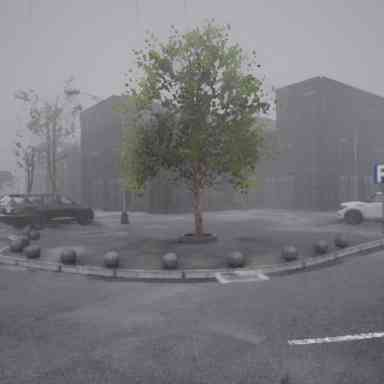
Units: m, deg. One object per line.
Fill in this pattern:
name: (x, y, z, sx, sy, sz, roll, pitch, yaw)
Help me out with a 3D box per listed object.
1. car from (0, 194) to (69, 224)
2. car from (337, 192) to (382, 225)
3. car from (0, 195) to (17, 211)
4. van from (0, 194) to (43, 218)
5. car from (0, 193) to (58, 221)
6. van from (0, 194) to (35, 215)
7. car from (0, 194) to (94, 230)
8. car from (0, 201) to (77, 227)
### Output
car: (-12.476, 1.154, 25.349, 2.435, 2.045, 5.566, 0, 0, 31)
car: (11.807, 0.956, 20.103, 5.566, 2.045, 2.435, -1, 0, 33)
car: (-23.528, 1.292, 39.275, 2.185, 1.767, 4.553, 0, 0, 31)
van: (-16.102, 1.185, 30.103, 1.878, 1.987, 4.442, 0, 0, 31)
car: (-14.322, 1.157, 27.663, 2.435, 2.045, 5.566, 0, 0, 31)
van: (-17.947, 1.187, 32.416, 1.878, 1.987, 4.442, 0, 0, 31)
car: (-8.769, 1.150, 20.780, 2.435, 2.045, 5.566, 0, 0, 32)
car: (-10.619, 1.433, 23.036, 2.163, 1.488, 4.792, 0, 0, 31)
